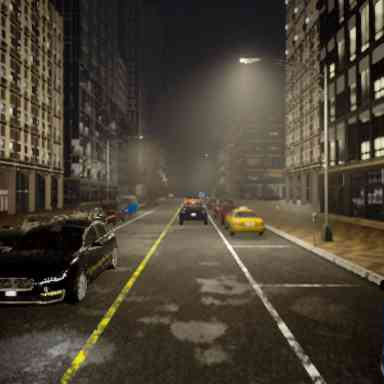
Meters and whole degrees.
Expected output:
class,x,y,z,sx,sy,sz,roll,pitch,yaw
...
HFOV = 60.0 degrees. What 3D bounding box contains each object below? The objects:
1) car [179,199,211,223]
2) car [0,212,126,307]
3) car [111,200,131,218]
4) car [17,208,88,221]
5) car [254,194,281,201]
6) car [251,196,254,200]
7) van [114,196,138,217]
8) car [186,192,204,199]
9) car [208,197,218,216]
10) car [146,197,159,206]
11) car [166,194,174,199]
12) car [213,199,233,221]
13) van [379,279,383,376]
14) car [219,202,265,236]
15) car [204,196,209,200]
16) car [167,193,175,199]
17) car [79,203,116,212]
class,x,y,z,sx,sy,sz,roll,pitch,yaw
car,0.099,1.476,24.286,1.994,1.385,4.181,0,0,0
car,-3.100,1.477,8.128,1.837,1.490,4.892,0,0,0
car,-5.683,1.500,23.001,1.802,1.307,4.206,1,0,0
car,-5.683,1.508,12.375,2.008,1.369,4.403,1,0,0
car,15.113,1.147,65.065,4.507,1.381,1.887,0,0,1
car,15.193,1.207,73.445,4.403,1.369,2.008,0,0,1
van,-5.682,1.239,28.314,1.690,1.788,3.998,1,0,0
car,0.100,1.197,40.979,2.097,1.767,4.553,0,0,0
car,2.698,1.337,28.311,1.967,1.590,4.097,1,0,0
car,-5.796,1.389,49.564,1.802,1.307,4.206,1,0,0
car,-5.815,1.134,87.975,1.752,1.417,4.829,1,0,0
car,2.698,1.462,22.998,1.887,1.381,4.507,1,0,0
van,2.700,1.335,1.741,1.690,1.788,3.998,1,0,0
car,2.698,1.462,17.854,1.752,1.417,4.829,1,0,0
car,2.697,1.399,38.939,1.887,1.381,4.507,1,0,0
car,-5.815,1.129,93.157,2.008,1.369,4.403,1,0,0
car,-5.683,1.489,17.688,2.008,1.369,4.403,1,0,0
